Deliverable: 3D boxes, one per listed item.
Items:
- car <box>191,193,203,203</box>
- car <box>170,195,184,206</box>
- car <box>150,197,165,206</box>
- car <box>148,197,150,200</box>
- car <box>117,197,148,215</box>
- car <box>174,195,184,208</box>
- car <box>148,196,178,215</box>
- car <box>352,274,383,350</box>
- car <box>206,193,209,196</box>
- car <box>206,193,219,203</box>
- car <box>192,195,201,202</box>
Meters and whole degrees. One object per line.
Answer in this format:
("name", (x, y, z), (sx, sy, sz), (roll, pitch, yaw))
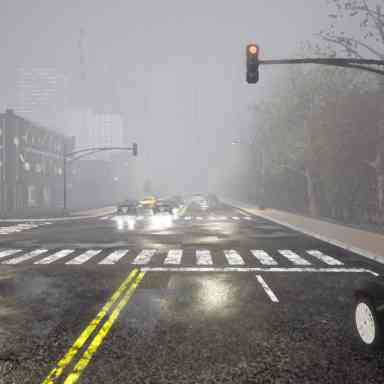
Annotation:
("car", (1.083, 1.197, 66.110), (2.150, 2.045, 5.566), (0, 0, 1))
("car", (-2.496, 1.332, 56.465), (2.097, 1.767, 4.553), (0, 0, 1))
("car", (-5.739, 1.544, 55.904), (1.994, 1.385, 4.181), (0, 0, 2))
("car", (-5.908, 1.462, 45.642), (1.882, 1.535, 5.008), (0, 0, 1))
("car", (-6.192, 1.483, 33.696), (2.128, 1.511, 4.902), (0, 0, 3))
("car", (-2.653, 1.477, 46.039), (2.128, 1.511, 4.902), (0, 0, 1))
("car", (-2.856, 1.483, 34.008), (2.128, 1.511, 4.902), (0, 0, 0))
("car", (3.394, 1.477, 3.191), (1.882, 1.535, 5.008), (0, 0, 1))
("car", (4.387, 1.194, 76.609), (2.150, 2.045, 5.566), (0, 0, 1))
("car", (4.332, 1.480, 66.146), (1.837, 1.490, 4.892), (0, 0, 1))
("car", (1.137, 1.509, 76.734), (2.033, 1.411, 5.357), (0, 0, 1))
